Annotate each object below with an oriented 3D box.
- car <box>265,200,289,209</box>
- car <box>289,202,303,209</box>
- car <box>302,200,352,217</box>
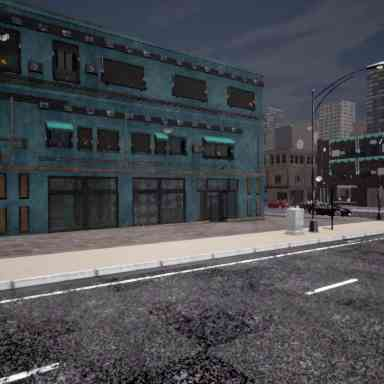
[{"bbox_3d":[12.903,1.901,50.161,1.802,1.307,4.206,-2,0,-35],"label":"car"},{"bbox_3d":[16.096,1.806,45.640,2.008,1.369,4.403,-2,0,-35],"label":"car"},{"bbox_3d":[13.966,1.811,33.920,1.947,1.339,4.313,-1,0,-35],"label":"car"}]
